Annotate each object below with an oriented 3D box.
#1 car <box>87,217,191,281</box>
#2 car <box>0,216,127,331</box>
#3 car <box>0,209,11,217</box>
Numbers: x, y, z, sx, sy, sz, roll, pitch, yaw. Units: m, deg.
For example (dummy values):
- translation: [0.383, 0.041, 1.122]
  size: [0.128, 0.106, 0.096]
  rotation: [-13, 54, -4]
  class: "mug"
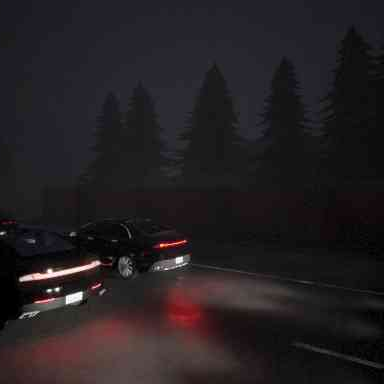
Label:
- translation: [-2.298, 1.505, 9.962]
  size: [4.892, 1.490, 1.837]
  rotation: [0, 0, 36]
  class: "car"
- translation: [-3.866, 1.492, 6.777]
  size: [4.902, 1.511, 2.128]
  rotation: [0, 0, 36]
  class: "car"
- translation: [-9.937, 1.505, 15.451]
  size: [4.892, 1.490, 1.837]
  rotation: [0, 0, 36]
  class: "car"
